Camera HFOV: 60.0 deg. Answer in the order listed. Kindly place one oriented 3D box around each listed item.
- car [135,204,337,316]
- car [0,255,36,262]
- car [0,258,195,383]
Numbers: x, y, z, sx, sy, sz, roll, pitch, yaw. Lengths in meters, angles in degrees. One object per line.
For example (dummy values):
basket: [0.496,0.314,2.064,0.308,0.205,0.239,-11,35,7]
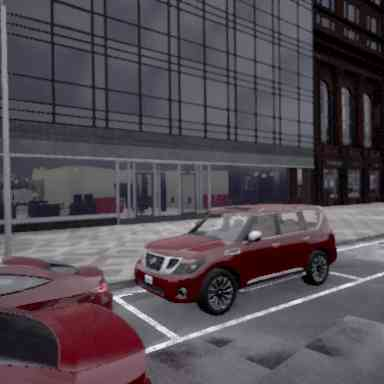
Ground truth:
car: [1.253,1.240,7.547,5.009,1.841,2.192,-1,0,-35]
car: [-3.160,1.584,4.398,4.206,1.307,1.802,-1,0,-35]
car: [-2.580,1.496,1.539,5.008,1.535,1.882,-1,1,-35]
